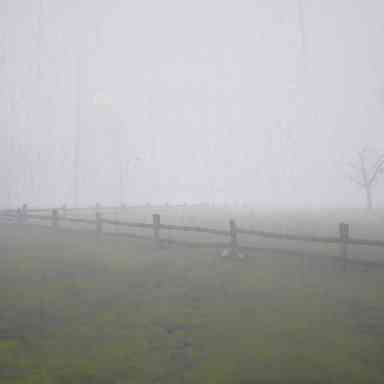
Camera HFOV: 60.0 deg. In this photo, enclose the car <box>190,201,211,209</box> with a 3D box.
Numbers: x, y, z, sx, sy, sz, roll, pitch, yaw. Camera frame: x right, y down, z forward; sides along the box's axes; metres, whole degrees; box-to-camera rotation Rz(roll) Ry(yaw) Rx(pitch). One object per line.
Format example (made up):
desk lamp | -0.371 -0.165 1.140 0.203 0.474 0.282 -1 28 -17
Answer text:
car | 1.619 2.387 58.743 1.812 1.442 4.674 -1 -1 35
